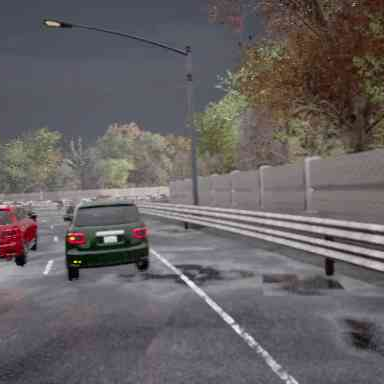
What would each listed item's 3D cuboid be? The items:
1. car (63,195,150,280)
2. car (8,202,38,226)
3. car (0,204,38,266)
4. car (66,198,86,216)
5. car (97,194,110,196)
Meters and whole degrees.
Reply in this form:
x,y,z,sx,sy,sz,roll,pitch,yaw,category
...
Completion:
x,y,z,sx,sy,sz,roll,pitch,yaw,category
-2.837,1.268,10.654,2.150,2.045,5.566,-3,1,-19,car
-14.856,1.856,29.048,2.097,1.767,4.553,-3,1,-29,car
-7.067,1.475,12.178,2.150,2.045,5.566,-3,1,-19,car
-13.632,1.696,39.258,2.097,1.767,4.553,-3,1,-18,car
-15.479,1.467,60.207,2.150,2.045,5.566,-3,0,10,car
